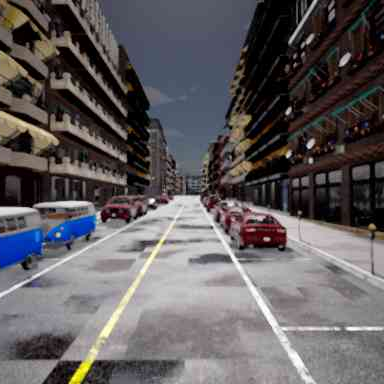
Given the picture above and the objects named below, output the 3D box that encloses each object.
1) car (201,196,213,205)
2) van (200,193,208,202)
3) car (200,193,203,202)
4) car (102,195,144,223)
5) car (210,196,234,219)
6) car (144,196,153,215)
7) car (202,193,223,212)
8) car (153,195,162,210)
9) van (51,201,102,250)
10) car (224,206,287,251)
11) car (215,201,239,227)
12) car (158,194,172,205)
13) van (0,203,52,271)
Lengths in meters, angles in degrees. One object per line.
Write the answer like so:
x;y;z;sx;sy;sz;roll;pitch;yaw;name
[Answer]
2.623;1.461;58.014;1.802;1.307;4.206;1;0;0;car
2.648;1.223;74.608;1.690;1.788;3.998;1;0;0;van
2.612;1.328;46.951;1.967;1.590;4.097;1;0;0;car
-5.258;1.243;24.896;2.192;1.841;5.009;1;0;0;car
2.626;1.367;24.826;1.967;1.590;4.097;1;0;0;car
-5.251;1.231;30.426;2.192;1.841;5.009;1;0;0;car
2.601;1.219;35.888;2.192;1.841;5.009;1;0;0;car
-5.244;1.461;41.489;1.947;1.339;4.313;1;0;0;car
-5.273;1.296;13.836;1.690;1.788;3.998;1;0;0;van
2.603;1.500;13.765;1.887;1.381;4.507;1;0;0;car
2.610;1.485;19.295;1.887;1.381;4.507;1;0;0;car
-5.217;1.195;58.079;2.192;1.841;5.009;1;0;0;car
-5.279;1.312;8.304;1.690;1.788;3.998;2;0;0;van
